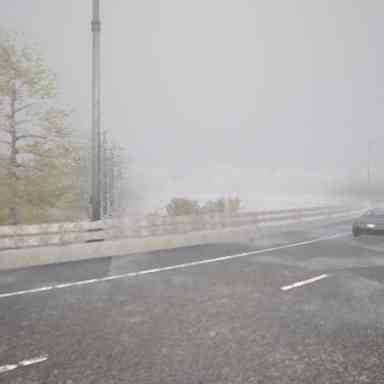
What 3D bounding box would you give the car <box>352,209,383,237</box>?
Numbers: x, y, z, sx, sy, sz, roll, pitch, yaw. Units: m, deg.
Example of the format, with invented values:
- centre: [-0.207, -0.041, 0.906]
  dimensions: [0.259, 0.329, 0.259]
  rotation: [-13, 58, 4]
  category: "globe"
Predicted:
- centre: [10.061, 1.599, 17.502]
  dimensions: [1.994, 1.385, 4.181]
  rotation: [0, 0, 45]
  category: "car"
